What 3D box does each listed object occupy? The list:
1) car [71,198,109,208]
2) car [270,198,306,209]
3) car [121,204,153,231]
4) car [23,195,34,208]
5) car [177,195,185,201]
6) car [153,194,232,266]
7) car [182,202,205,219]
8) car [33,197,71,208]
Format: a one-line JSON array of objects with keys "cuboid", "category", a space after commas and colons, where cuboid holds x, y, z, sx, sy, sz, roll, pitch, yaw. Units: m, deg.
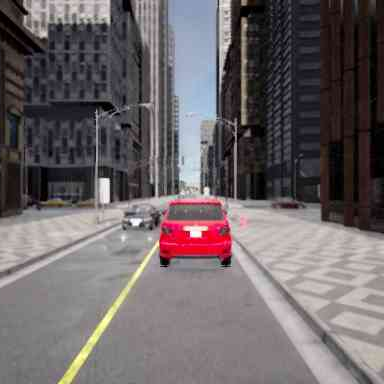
[{"cuboid": [-15.008, 1.583, 49.864, 4.829, 1.417, 1.752, 0, 0, 0], "category": "car"}, {"cuboid": [11.902, 1.396, 41.171, 4.097, 1.590, 1.967, 0, 0, 0], "category": "car"}, {"cuboid": [-3.084, 1.496, 20.719, 2.128, 1.511, 4.902, 0, 0, 0], "category": "car"}, {"cuboid": [-26.041, 1.403, 49.934, 5.009, 1.841, 2.192, 0, 0, 0], "category": "car"}, {"cuboid": [-2.984, 1.508, 88.810, 1.882, 1.535, 5.008, 0, 0, 0], "category": "car"}, {"cuboid": [0.102, 1.224, 11.624, 2.150, 2.045, 5.566, 0, 0, 0], "category": "car"}, {"cuboid": [0.106, 1.604, 29.692, 1.895, 1.301, 4.718, 0, 0, 0], "category": "car"}, {"cuboid": [-20.609, 1.598, 49.899, 4.829, 1.417, 1.752, 0, 0, 0], "category": "car"}]
